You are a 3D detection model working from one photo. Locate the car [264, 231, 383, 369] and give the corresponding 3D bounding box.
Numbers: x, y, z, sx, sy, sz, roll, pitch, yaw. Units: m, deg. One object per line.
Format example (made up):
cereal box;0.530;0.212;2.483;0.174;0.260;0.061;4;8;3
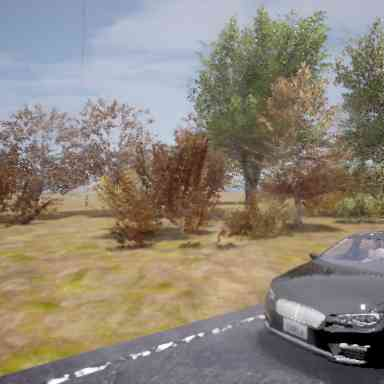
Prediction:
car;3.335;1.473;5.643;4.902;1.511;2.128;0;0;-35
